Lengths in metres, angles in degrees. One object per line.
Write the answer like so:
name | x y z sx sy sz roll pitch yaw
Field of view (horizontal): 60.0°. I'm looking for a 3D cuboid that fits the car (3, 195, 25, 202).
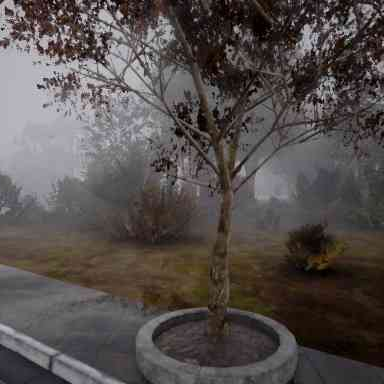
car | -22.755 1.176 43.000 1.837 1.490 4.892 1 0 32
